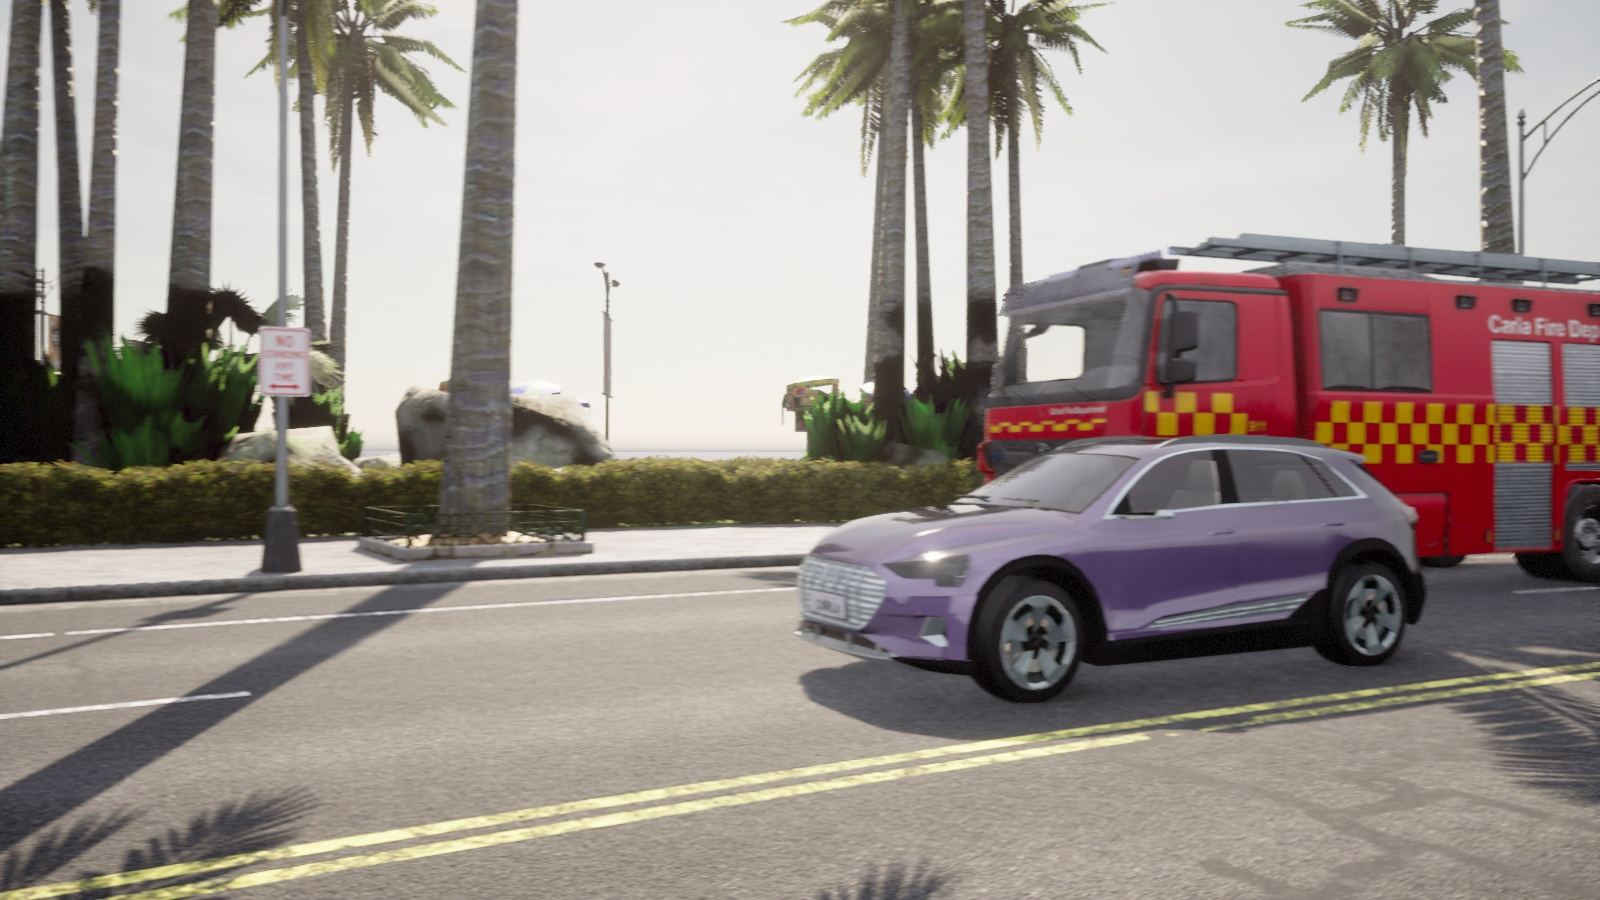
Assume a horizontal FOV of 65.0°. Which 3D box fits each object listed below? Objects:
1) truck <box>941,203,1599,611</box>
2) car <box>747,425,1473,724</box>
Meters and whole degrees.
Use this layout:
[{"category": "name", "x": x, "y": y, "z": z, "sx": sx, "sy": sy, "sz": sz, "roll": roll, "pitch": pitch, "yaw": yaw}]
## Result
[{"category": "truck", "x": 6.094, "y": -0.404, "z": 14.686, "sx": 8.468, "sy": 3.827, "sz": 2.891, "roll": 0, "pitch": 0, "yaw": -22}, {"category": "car", "x": 2.258, "y": 0.687, "z": 8.922, "sx": 4.856, "sy": 1.649, "sz": 2.033, "roll": 0, "pitch": 0, "yaw": -27}]
